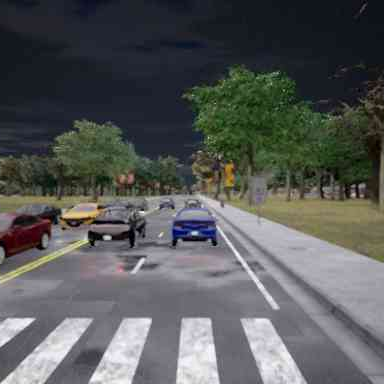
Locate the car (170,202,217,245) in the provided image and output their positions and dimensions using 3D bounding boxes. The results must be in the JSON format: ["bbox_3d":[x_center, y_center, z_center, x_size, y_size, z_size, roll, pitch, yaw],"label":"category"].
[{"bbox_3d":[0.105,1.467,15.530,1.882,1.535,5.008,0,0,0],"label":"car"}]

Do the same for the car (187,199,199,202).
[{"bbox_3d":[0.112,1.513,36.704,1.812,1.442,4.674,0,0,0],"label":"car"}]

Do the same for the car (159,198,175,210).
[{"bbox_3d":[-3.222,1.515,43.743,1.812,1.442,4.674,0,0,0],"label":"car"}]

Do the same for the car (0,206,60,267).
[{"bbox_3d":[-6.592,1.469,11.434,1.882,1.535,5.008,0,0,0],"label":"car"}]

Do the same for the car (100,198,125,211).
[{"bbox_3d":[-9.736,1.493,41.051,1.837,1.490,4.892,0,0,0],"label":"car"}]

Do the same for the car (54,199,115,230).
[{"bbox_3d":[-6.586,1.465,21.014,1.882,1.535,5.008,0,0,0],"label":"car"}]

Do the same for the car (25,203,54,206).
[{"bbox_3d":[-9.833,1.479,21.064,2.128,1.511,4.902,0,0,0],"label":"car"}]

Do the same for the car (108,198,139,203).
[{"bbox_3d":[-6.549,1.478,30.586,2.128,1.511,4.902,0,0,1],"label":"car"}]

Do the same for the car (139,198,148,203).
[{"bbox_3d":[-6.486,1.493,40.634,1.837,1.490,4.892,0,0,0],"label":"car"}]

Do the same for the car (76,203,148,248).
[{"bbox_3d":[-3.145,1.481,14.787,2.128,1.511,4.902,0,0,0],"label":"car"}]

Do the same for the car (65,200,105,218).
[{"bbox_3d":[-9.795,1.534,30.882,2.033,1.411,5.357,0,0,0],"label":"car"}]
